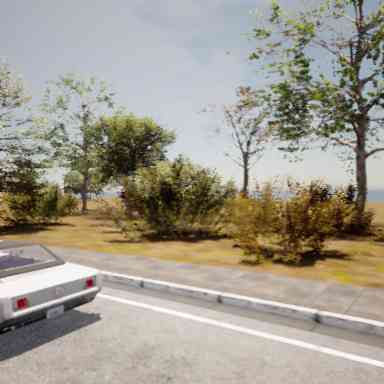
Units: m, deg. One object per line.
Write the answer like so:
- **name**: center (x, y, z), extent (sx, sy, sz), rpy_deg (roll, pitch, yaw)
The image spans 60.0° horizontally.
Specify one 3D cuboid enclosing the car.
- **car**: center (-4.046, 1.625, 6.448), extent (4.718, 1.301, 1.895), rpy_deg (0, 0, 32)
